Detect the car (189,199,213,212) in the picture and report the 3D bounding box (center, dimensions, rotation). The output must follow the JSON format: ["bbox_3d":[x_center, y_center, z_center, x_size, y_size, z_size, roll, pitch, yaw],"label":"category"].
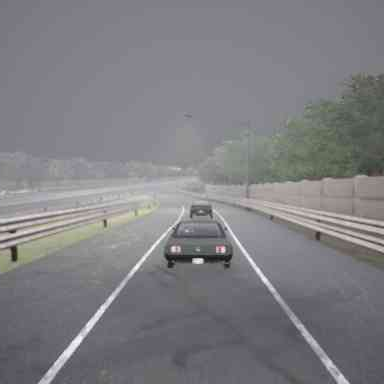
[{"bbox_3d":[0.780,1.380,28.902,1.882,1.535,5.008,0,0,1],"label":"car"}]

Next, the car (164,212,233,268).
[{"bbox_3d":[0.242,1.564,11.162,1.895,1.301,4.718,0,0,2],"label":"car"}]
